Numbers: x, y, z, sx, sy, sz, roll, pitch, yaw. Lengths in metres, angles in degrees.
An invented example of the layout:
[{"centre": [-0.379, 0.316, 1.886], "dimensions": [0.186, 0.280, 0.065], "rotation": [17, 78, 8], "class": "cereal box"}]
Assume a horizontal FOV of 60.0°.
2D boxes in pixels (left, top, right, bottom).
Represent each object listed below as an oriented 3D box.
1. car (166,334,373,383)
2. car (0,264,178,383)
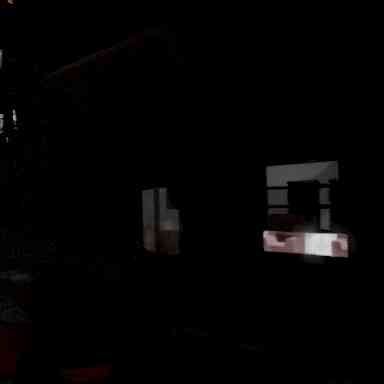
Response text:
[{"centre": [2.344, 1.522, 1.075], "dimensions": [4.829, 1.417, 1.752], "rotation": [0, -2, 36], "class": "car"}, {"centre": [-2.020, 1.593, 4.185], "dimensions": [4.206, 1.307, 1.802], "rotation": [0, -2, 36], "class": "car"}]
